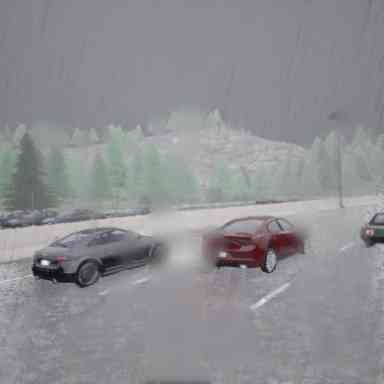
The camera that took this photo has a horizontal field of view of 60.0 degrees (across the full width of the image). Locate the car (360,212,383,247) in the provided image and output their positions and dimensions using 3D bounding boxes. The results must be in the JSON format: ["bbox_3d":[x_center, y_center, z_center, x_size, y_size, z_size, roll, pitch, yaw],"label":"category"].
[{"bbox_3d":[8.301,1.435,13.354,1.895,1.301,4.718,-3,-1,39],"label":"car"}]

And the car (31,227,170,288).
[{"bbox_3d":[-2.571,1.756,10.130,1.994,1.385,4.181,-3,-1,36],"label":"car"}]

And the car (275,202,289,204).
[{"bbox_3d":[16.566,1.323,57.151,4.553,1.767,2.097,-2,-1,-41],"label":"car"}]

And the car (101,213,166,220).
[{"bbox_3d":[-4.023,1.948,25.834,2.033,1.411,5.357,-3,-1,39],"label":"car"}]

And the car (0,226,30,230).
[{"bbox_3d":[-12.205,2.250,26.745,2.033,1.411,5.357,-3,-1,38],"label":"car"}]

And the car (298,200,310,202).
[{"bbox_3d":[18.733,1.370,54.398,4.892,1.490,1.837,-2,-1,-41],"label":"car"}]

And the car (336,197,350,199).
[{"bbox_3d":[25.016,1.195,55.150,5.357,1.411,2.033,-2,-1,-39],"label":"car"}]

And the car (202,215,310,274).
[{"bbox_3d":[2.295,1.504,10.931,1.882,1.535,5.008,-3,-1,37],"label":"car"}]

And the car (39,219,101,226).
[{"bbox_3d":[-8.891,2.075,25.269,1.837,1.490,4.892,-3,-1,38],"label":"car"}]
